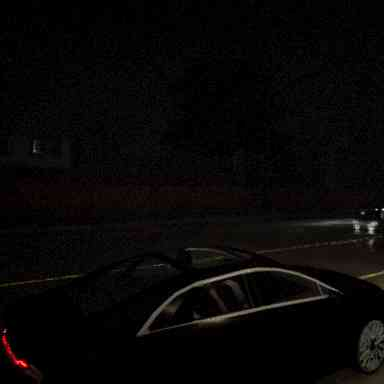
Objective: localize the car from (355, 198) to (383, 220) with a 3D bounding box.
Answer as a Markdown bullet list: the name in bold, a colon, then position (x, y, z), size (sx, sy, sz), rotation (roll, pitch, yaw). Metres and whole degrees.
- **car**: position (14.263, 1.235, 24.970), size (4.902, 1.511, 2.128), rotation (0, 1, -31)

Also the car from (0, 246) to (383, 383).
- **car**: position (0.442, 1.437, 3.975), size (4.902, 1.511, 2.128), rotation (0, 1, -31)
